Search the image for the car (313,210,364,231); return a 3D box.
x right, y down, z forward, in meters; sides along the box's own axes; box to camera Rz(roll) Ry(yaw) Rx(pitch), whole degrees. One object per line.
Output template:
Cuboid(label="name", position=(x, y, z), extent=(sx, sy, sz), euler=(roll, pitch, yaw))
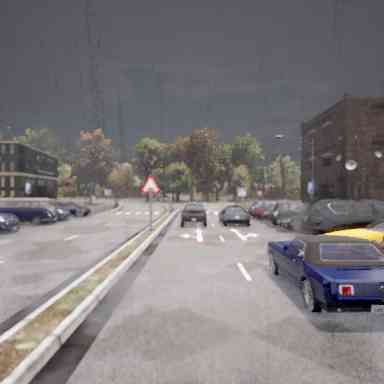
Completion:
Cuboid(label="car", position=(7.471, 1.563, 11.950), extent=(5.366, 1.575, 1.946), euler=(0, 0, 0))

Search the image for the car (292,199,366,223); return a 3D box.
Cuboid(label="car", position=(7.689, 1.335, 14.709), extent=(5.566, 2.045, 2.435), euler=(0, 0, 0))

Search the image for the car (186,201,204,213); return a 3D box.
Cuboid(label="car", position=(0.427, 1.828, 40.759), extent=(1.895, 1.301, 4.718), euler=(0, 0, 4))

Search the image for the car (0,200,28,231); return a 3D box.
Cuboid(label="car", position=(-12.527, 1.501, 19.349), extent=(4.553, 1.767, 2.185), euler=(0, 0, 0))

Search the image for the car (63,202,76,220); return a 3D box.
Cuboid(label="car", position=(-12.509, 1.553, 27.693), extent=(4.553, 1.767, 2.185), euler=(0, 0, 0))

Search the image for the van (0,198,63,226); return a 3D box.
Cuboid(label="van", position=(-12.367, 1.440, 24.786), extent=(4.442, 1.987, 1.878), euler=(0, 0, 0))

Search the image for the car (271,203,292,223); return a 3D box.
Cuboid(label="car", position=(7.675, 1.629, 20.220), extent=(4.892, 1.521, 2.231), euler=(0, 0, 0))

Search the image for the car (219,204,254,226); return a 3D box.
Cuboid(label="car", position=(3.135, 1.739, 25.085), extent=(1.994, 1.385, 4.181), euler=(0, 0, 0))

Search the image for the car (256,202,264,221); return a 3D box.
Cuboid(label="car", position=(7.674, 1.699, 25.740), extent=(4.674, 1.452, 2.002), euler=(0, 0, 0))

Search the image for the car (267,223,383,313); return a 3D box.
Cuboid(label="car", position=(3.111, 1.655, 7.694), extent=(1.895, 1.301, 4.718), euler=(0, 0, 0))

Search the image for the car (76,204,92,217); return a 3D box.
Cuboid(label="car", position=(-12.436, 1.721, 33.128), extent=(4.792, 1.488, 2.163), euler=(0, 0, 0))

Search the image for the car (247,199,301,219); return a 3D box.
Cuboid(label="car", position=(7.653, 1.557, 31.259), extent=(4.553, 1.767, 2.185), euler=(0, 0, 0))

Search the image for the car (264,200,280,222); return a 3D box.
Cuboid(label="car", position=(7.641, 1.519, 22.983), extent=(4.553, 1.767, 2.185), euler=(0, 0, 0))

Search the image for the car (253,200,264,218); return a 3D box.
Cuboid(label="car", position=(7.685, 1.673, 28.496), extent=(5.008, 1.535, 2.097), euler=(0, 0, 0))

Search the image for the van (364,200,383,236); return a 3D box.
Cuboid(label="van", position=(7.536, 1.319, 9.194), extent=(4.442, 1.987, 1.878), euler=(0, 0, 0))

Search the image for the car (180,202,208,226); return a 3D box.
Cuboid(label="car", position=(0.135, 1.678, 25.069), extent=(1.837, 1.490, 4.892), euler=(0, -1, 0))

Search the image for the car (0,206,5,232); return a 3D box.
Cuboid(label="car", position=(-12.496, 1.603, 16.445), extent=(5.008, 1.535, 2.097), euler=(0, 0, 0))
